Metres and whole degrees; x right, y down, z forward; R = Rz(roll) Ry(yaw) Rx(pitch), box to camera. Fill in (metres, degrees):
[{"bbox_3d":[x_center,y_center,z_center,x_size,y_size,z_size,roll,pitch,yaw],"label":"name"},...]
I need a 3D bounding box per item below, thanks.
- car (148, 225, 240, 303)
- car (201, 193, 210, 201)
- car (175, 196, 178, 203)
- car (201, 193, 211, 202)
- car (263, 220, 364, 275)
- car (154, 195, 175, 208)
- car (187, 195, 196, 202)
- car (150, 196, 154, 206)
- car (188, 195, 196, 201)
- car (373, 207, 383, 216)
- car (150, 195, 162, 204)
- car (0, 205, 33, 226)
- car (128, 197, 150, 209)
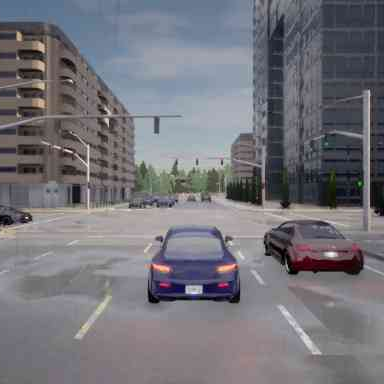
[{"bbox_3d":[0.048,1.526,8.062,1.812,1.442,4.674,0,0,0],"label":"car"},{"bbox_3d":[3.468,1.225,87.790,2.150,2.045,5.566,0,0,1],"label":"car"},{"bbox_3d":[-3.929,1.526,58.460,1.812,1.442,4.674,0,0,1],"label":"car"},{"bbox_3d":[3.358,1.355,77.627,2.097,1.767,4.553,0,0,1],"label":"car"},{"bbox_3d":[3.557,1.564,10.484,1.994,1.385,4.181,0,0,0],"label":"car"},{"bbox_3d":[-3.984,1.352,48.972,2.097,1.767,4.553,0,0,0],"label":"car"},{"bbox_3d":[-0.144,1.540,77.420,2.033,1.411,5.357,0,0,1],"label":"car"},{"bbox_3d":[-7.455,1.564,54.906,1.994,1.385,4.181,0,0,2],"label":"car"},{"bbox_3d":[-0.033,1.525,87.763,2.128,1.511,4.902,0,0,1],"label":"car"},{"bbox_3d":[19.462,1.656,30.665,4.718,1.301,1.895,0,0,0],"label":"car"},{"bbox_3d":[-7.277,1.478,67.294,1.882,1.535,5.008,0,0,1],"label":"car"},{"bbox_3d":[-13.370,1.613,23.163,4.181,1.385,1.994,0,0,7],"label":"car"},{"bbox_3d":[-7.495,1.505,46.012,1.837,1.490,4.892,0,0,1],"label":"car"}]
